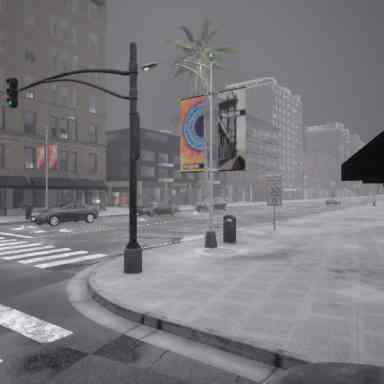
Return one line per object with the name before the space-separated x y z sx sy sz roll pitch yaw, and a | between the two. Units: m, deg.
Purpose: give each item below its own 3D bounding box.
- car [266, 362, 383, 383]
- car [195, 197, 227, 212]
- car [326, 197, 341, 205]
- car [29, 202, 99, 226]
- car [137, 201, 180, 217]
car | 2.203 1.551 1.279 4.403 1.369 2.008 0 0 35
car | 2.345 1.404 39.557 2.097 1.767 4.553 0 0 35
car | 26.365 1.710 62.065 1.994 1.385 4.181 0 0 35
car | -8.921 1.520 23.566 1.837 1.490 4.892 0 0 35
car | -3.301 1.579 31.547 2.033 1.411 5.357 0 0 35
